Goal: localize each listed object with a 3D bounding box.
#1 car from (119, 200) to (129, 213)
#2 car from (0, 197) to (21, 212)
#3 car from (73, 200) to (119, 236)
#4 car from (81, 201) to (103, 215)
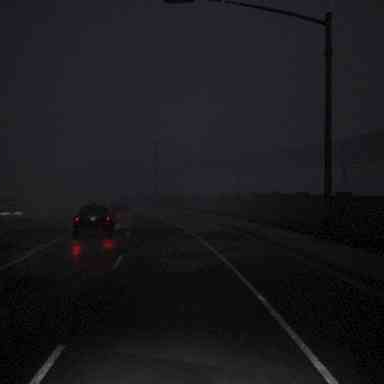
[{"bbox_3d":[-9.171,1.757,41.118,2.128,1.511,4.902,0,0,-26],"label":"car"},{"bbox_3d":[-25.963,1.736,46.984,2.150,2.045,5.566,-1,0,-42],"label":"car"},{"bbox_3d":[-5.629,1.471,19.638,2.097,1.767,4.553,0,-1,-11],"label":"car"},{"bbox_3d":[-11.531,1.782,38.155,1.837,1.490,4.892,0,-1,-25],"label":"car"}]
